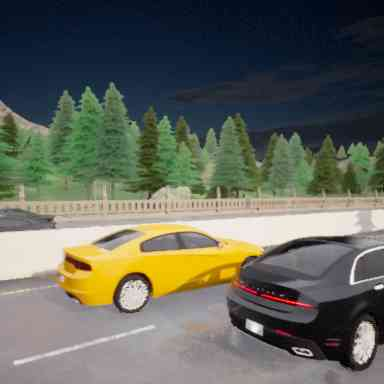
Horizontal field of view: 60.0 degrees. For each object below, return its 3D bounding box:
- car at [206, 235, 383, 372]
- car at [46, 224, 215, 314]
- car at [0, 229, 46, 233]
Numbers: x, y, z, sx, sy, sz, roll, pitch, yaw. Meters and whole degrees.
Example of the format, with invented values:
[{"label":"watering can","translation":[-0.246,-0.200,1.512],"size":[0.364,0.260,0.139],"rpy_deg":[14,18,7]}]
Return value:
[{"label":"car","translation":[2.779,1.518,5.733],"size":[4.892,1.490,1.837],"rpy_deg":[0,0,-36]},{"label":"car","translation":[-0.450,1.487,7.729],"size":[5.008,1.535,1.882],"rpy_deg":[0,0,-36]},{"label":"car","translation":[-7.237,1.528,11.729],"size":[4.674,1.442,1.812],"rpy_deg":[0,0,-36]}]
